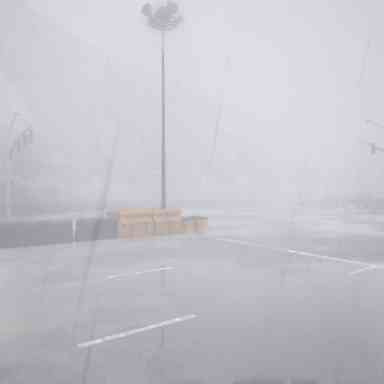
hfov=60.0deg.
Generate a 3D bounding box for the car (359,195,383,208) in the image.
[{"bbox_3d":[23.805,1.431,42.550,4.718,1.301,1.895,0,0,-36],"label":"car"}]

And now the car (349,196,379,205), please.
[{"bbox_3d":[28.027,1.333,54.149,5.357,1.411,2.033,0,0,-35],"label":"car"}]

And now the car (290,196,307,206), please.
[{"bbox_3d":[16.929,1.360,50.540,4.674,1.442,1.812,0,0,-35],"label":"car"}]

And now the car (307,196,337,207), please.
[{"bbox_3d":[19.431,1.323,48.025,4.902,1.511,2.128,0,0,-36],"label":"car"}]

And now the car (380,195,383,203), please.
[{"bbox_3d":[35.886,1.248,59.690,4.892,1.490,1.837,0,0,-36],"label":"car"}]

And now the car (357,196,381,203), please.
[{"bbox_3d":[32.958,1.343,61.898,4.718,1.301,1.895,0,0,-36],"label":"car"}]

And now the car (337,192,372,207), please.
[{"bbox_3d":[23.070,1.044,46.326,5.566,2.045,2.150,0,0,-36],"label":"car"}]

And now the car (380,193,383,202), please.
[{"bbox_3d":[40.298,1.063,67.226,4.553,1.767,2.097,0,0,-36],"label":"car"}]

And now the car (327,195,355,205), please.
[{"bbox_3d":[25.387,1.280,56.564,4.902,1.511,2.128,0,0,-35],"label":"car"}]
